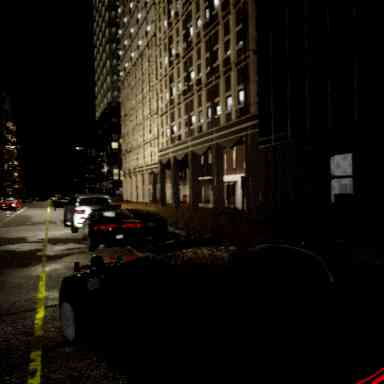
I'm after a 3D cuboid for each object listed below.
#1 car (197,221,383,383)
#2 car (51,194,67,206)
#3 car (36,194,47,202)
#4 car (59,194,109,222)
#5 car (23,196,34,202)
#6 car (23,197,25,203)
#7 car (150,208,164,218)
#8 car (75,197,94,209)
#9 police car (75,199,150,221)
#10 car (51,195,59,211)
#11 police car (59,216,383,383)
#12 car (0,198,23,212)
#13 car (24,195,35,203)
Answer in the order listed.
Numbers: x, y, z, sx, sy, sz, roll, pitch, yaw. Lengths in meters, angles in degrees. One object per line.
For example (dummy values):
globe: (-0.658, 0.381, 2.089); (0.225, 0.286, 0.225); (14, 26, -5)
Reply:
car: (1.914, 1.429, 5.696); (2.008, 1.369, 4.403); (-2, 1, -23)
car: (-20.704, 1.222, 51.755); (2.097, 1.767, 4.553); (-2, 1, -23)
car: (-34.080, 1.273, 75.419); (2.097, 1.767, 4.553); (-2, 1, -23)
car: (-6.055, 1.126, 19.185); (2.150, 2.045, 5.566); (-2, 1, -27)
car: (-36.872, 1.541, 75.118); (2.008, 1.369, 4.403); (-2, 1, -23)
car: (-23.550, 1.606, 43.955); (1.802, 1.307, 4.206); (-2, 1, -23)
car: (-2.525, 1.424, 16.084); (1.947, 1.339, 4.313); (-2, 1, -23)
car: (-13.627, 1.361, 42.053); (1.887, 1.381, 4.507); (-2, 1, -23)
police car: (-3.514, 1.333, 13.838); (1.930, 1.638, 5.238); (-2, 1, -23)
car: (-15.354, 1.391, 39.341); (1.837, 1.490, 4.892); (-2, 1, -23)
police car: (-0.136, 1.367, 4.273); (1.930, 1.638, 5.238); (-2, 1, -41)
car: (-21.333, 1.472, 38.759); (1.967, 1.590, 4.097); (-2, 1, -23)
car: (-34.652, 1.545, 69.924); (2.008, 1.369, 4.403); (-2, 1, -23)
